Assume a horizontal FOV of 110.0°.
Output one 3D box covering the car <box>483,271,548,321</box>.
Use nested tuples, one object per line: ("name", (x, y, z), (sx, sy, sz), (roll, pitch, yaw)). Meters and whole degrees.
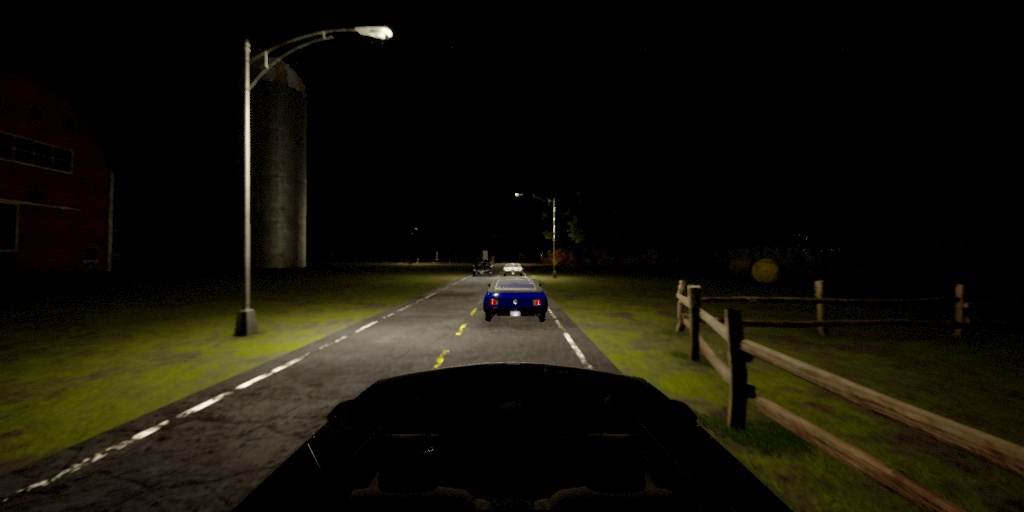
("car", (0.101, 1.352, 12.414), (1.895, 1.301, 4.718), (0, 0, 0))

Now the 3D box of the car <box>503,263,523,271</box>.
("car", (0.098, 1.362, 36.493), (1.895, 1.301, 4.718), (0, 0, 0))

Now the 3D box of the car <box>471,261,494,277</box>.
("car", (-2.840, 1.266, 35.489), (1.837, 1.490, 4.892), (0, 0, 0))
